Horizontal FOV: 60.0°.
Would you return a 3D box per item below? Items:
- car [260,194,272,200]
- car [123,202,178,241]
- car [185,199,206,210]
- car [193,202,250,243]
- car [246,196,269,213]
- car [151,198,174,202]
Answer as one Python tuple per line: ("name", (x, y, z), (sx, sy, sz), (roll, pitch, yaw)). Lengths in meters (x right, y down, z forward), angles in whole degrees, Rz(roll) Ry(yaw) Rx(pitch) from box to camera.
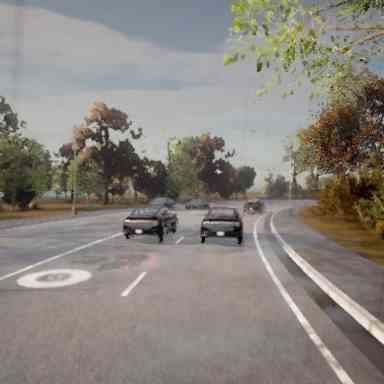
("car", (16.446, 1.229, 75.418), (1.882, 1.535, 5.008), (1, 0, 38))
("car", (-1.919, 1.466, 16.585), (2.128, 1.511, 4.902), (0, 0, 8))
("car", (0.664, 1.514, 40.763), (1.994, 1.385, 4.181), (0, 0, 21))
("car", (1.517, 1.481, 15.972), (2.128, 1.511, 4.902), (0, 0, 8))
("car", (7.051, 1.497, 37.324), (1.837, 1.490, 4.892), (0, 0, 20))
("car", (-3.554, 1.436, 39.400), (1.837, 1.490, 4.892), (0, 0, 20))
